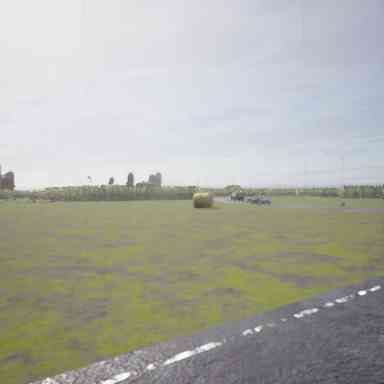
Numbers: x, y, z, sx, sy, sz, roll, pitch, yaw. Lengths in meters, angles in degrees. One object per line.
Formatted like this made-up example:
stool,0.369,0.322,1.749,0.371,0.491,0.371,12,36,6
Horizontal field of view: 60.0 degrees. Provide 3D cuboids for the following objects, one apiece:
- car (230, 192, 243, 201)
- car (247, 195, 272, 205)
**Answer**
car,10.397,1.089,76.475,2.150,2.045,5.566,-1,0,-6
car,11.781,1.429,56.965,1.837,1.490,4.892,-1,0,-17
